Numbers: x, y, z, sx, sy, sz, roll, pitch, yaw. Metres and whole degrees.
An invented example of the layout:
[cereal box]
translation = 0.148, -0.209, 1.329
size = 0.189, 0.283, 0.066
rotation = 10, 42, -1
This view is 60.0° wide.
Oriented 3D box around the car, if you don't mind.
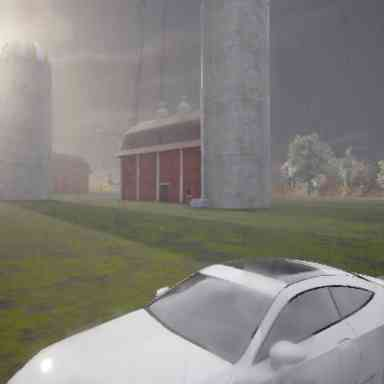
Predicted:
[car]
translation = 0.634, 1.524, 3.512
size = 4.674, 1.442, 1.812
rotation = 0, 0, -35
